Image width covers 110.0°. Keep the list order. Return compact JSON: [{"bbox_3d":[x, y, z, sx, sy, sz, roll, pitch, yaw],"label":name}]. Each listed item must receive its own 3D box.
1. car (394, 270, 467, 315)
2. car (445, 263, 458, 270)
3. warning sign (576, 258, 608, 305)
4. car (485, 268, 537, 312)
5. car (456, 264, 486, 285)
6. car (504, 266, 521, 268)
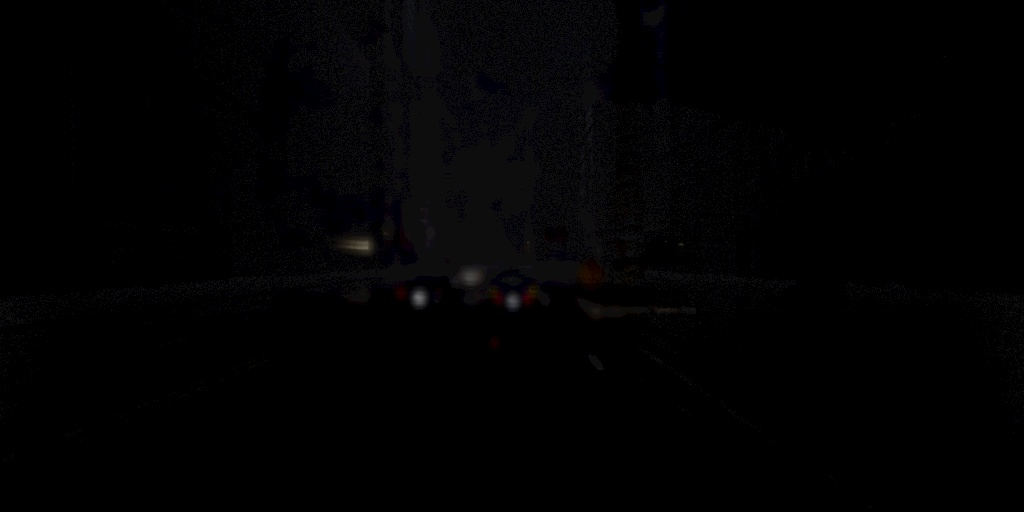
[{"bbox_3d":[-3.200,1.458,14.474,1.994,1.385,4.181,0,-1,1],"label":"car"},{"bbox_3d":[-9.787,1.966,59.325,1.837,1.490,4.892,0,-1,1],"label":"car"},{"bbox_3d":[3.229,1.009,14.501,1.300,1.860,1.060,0,0,0],"label":"warning sign"},{"bbox_3d":[0.052,1.424,14.936,1.812,1.442,4.674,0,0,0],"label":"car"},{"bbox_3d":[-3.193,1.605,29.937,1.812,1.442,4.674,0,-1,1],"label":"car"},{"bbox_3d":[0.051,1.577,29.197,1.837,1.490,4.892,0,0,0],"label":"car"}]
